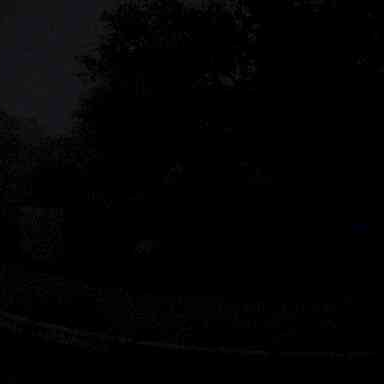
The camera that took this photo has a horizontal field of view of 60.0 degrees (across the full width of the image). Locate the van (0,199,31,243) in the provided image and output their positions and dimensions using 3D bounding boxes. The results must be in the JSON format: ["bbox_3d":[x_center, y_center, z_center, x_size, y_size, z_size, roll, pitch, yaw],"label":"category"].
[{"bbox_3d":[-8.706,1.260,13.538,1.878,1.987,4.442,1,-1,16],"label":"van"}]
